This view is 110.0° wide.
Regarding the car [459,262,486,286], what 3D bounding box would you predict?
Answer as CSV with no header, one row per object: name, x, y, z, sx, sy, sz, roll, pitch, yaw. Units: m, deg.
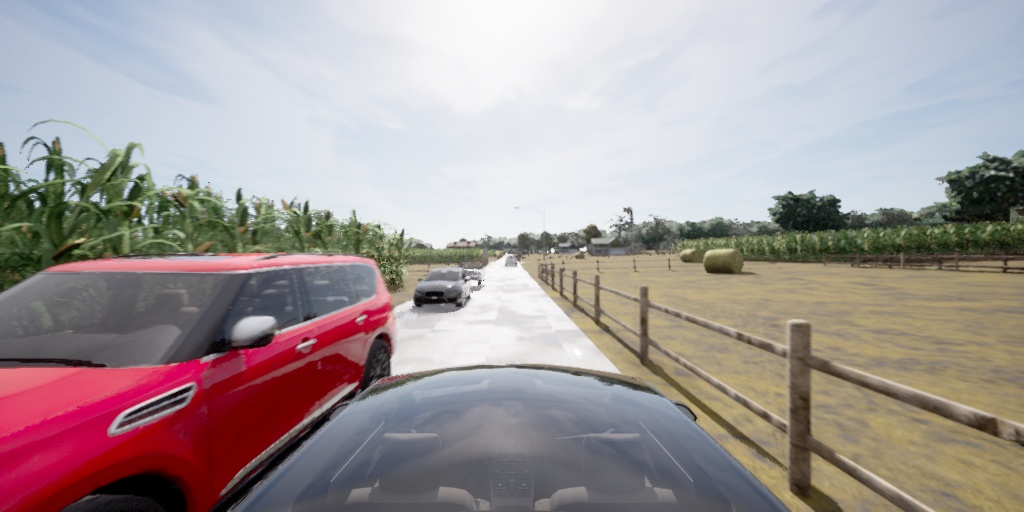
car,-2.791,1.095,23.578,1.895,1.301,4.718,0,0,0

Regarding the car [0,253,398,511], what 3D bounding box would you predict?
car,-2.845,0.981,3.284,2.150,2.045,5.566,0,0,1

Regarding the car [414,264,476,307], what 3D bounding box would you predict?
car,-2.862,1.289,15.645,1.837,1.490,4.892,0,0,0
